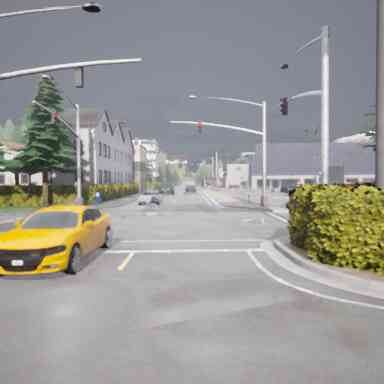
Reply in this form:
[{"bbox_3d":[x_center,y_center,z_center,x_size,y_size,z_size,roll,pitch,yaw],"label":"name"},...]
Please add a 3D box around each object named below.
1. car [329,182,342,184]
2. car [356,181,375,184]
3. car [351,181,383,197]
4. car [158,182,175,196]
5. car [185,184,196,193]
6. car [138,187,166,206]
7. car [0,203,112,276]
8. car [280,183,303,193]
[{"bbox_3d":[25.242,-1.049,59.531,2.152,1.636,5.027,-1,2,-1],"label":"car"},{"bbox_3d":[18.979,-0.183,34.253,1.905,1.878,3.866,-1,2,-1],"label":"car"},{"bbox_3d":[22.215,-0.470,42.137,1.932,1.855,4.605,-1,2,-1],"label":"car"},{"bbox_3d":[-3.796,-0.533,49.918,2.150,2.045,5.566,-1,2,0],"label":"car"},{"bbox_3d":[-0.235,-0.604,58.710,2.128,1.511,4.902,-1,2,0],"label":"car"},{"bbox_3d":[-3.728,0.528,30.266,1.895,1.301,4.718,-1,2,0],"label":"car"},{"bbox_3d":[-3.649,1.133,9.428,1.882,1.535,5.008,-1,2,0],"label":"car"},{"bbox_3d":[15.212,-0.541,52.107,2.007,1.523,4.514,-1,2,-1],"label":"car"}]
